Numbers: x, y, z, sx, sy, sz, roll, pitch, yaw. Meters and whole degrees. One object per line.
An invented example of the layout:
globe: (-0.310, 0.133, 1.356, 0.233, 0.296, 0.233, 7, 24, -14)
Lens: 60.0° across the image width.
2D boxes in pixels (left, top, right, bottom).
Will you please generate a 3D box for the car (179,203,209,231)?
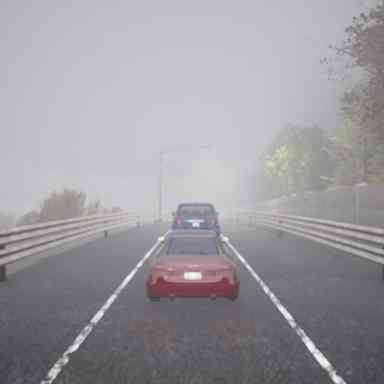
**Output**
car: (0.169, 1.952, 26.803, 2.150, 2.045, 5.566, 0, -3, 1)

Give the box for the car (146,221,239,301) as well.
car: (0.033, 1.653, 8.559, 1.994, 1.385, 4.181, 0, -1, 0)

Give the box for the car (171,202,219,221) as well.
car: (0.165, 1.506, 16.236, 2.150, 2.045, 5.566, 0, -2, 0)
